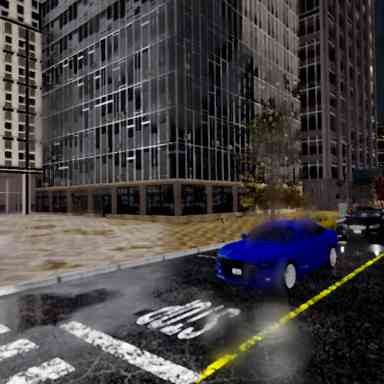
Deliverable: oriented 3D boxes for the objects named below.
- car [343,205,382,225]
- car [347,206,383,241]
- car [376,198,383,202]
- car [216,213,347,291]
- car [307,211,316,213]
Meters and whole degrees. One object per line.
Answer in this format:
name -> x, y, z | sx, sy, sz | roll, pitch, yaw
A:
car -> 13.686, 1.783, 26.581 | 1.802, 1.307, 4.206 | -1, -1, 40
car -> 9.366, 1.612, 17.531 | 2.128, 1.511, 4.902 | -2, -1, 40
car -> 42.322, 1.847, 78.060 | 4.507, 1.381, 1.887 | -1, -2, 40
car -> 2.652, 1.584, 9.648 | 1.882, 1.535, 5.008 | -2, -1, 40
car -> 6.366, 1.711, 17.986 | 1.752, 1.417, 4.829 | -1, -1, 40
